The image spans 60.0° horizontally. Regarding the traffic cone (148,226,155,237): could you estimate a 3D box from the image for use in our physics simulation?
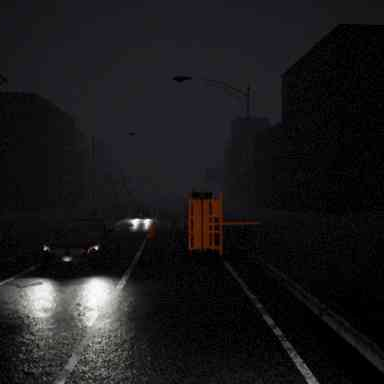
[{"bbox_3d":[-2.243,2.182,18.376,0.340,0.580,0.340,-1,-2,-5],"label":"traffic cone"}]

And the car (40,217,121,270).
[{"bbox_3d":[-3.600,1.619,11.533,1.812,1.442,4.674,0,-1,-4],"label":"car"}]

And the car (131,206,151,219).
[{"bbox_3d":[-5.525,2.191,36.627,1.994,1.385,4.181,0,0,-5],"label":"car"}]

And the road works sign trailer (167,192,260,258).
[{"bbox_3d":[0.819,1.165,13.261,2.880,2.380,3.560,0,-1,-13],"label":"road works sign trailer"}]
